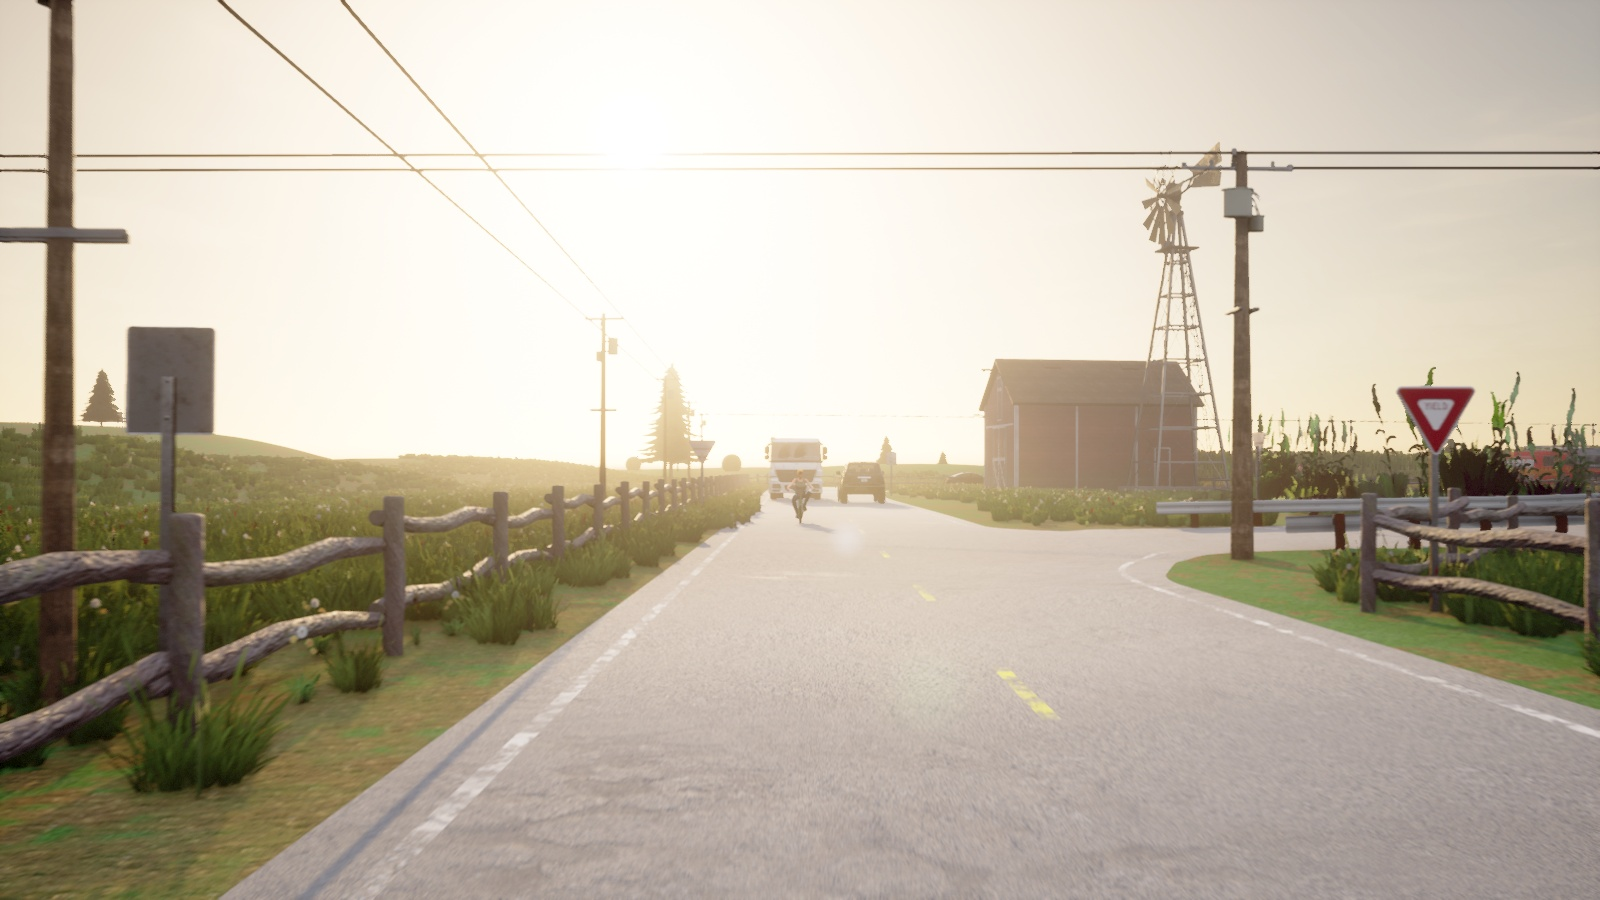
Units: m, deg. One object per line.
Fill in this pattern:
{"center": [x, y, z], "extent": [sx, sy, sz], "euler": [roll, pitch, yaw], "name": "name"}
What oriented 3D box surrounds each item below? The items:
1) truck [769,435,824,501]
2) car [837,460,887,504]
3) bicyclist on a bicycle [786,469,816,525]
{"center": [-0.226, 1.013, 70.451], "extent": [2.891, 3.462, 7.936], "euler": [0, -1, -1], "name": "truck"}
{"center": [3.054, 1.571, 62.658], "extent": [2.150, 2.045, 5.566], "euler": [0, -1, -1], "name": "car"}
{"center": [0.034, 1.374, 37.230], "extent": [0.866, 1.612, 1.509], "euler": [0, -1, 0], "name": "bicyclist on a bicycle"}
